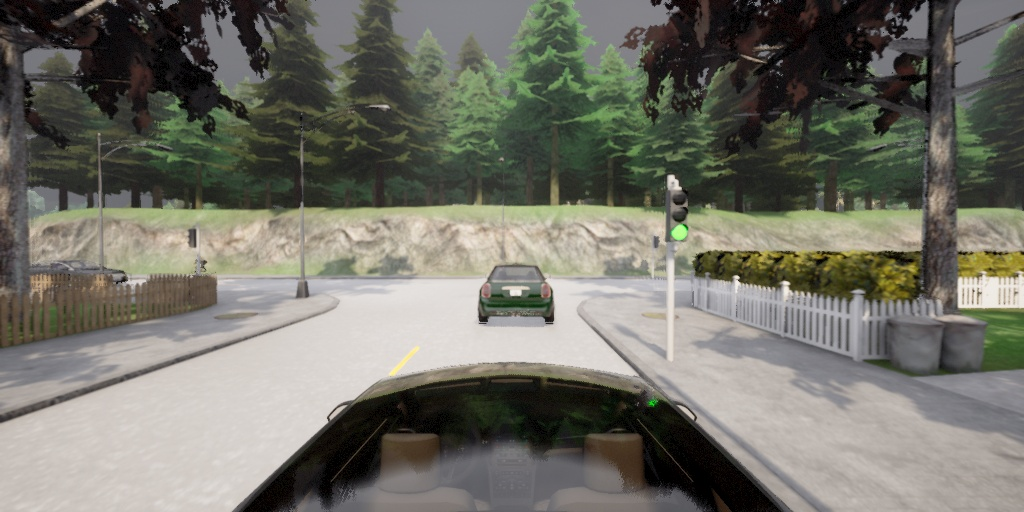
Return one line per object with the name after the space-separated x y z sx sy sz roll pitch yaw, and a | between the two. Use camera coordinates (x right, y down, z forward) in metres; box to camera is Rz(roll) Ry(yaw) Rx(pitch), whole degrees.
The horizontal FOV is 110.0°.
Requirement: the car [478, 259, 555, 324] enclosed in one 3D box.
0.178 0.954 11.524 2.097 1.767 4.553 0 1 2 | car

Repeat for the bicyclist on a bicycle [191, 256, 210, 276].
-24.049 0.710 27.695 0.582 1.620 1.656 0 1 0 | bicyclist on a bicycle

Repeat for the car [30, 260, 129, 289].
-23.656 0.978 19.300 4.902 1.511 2.128 0 1 0 | car
